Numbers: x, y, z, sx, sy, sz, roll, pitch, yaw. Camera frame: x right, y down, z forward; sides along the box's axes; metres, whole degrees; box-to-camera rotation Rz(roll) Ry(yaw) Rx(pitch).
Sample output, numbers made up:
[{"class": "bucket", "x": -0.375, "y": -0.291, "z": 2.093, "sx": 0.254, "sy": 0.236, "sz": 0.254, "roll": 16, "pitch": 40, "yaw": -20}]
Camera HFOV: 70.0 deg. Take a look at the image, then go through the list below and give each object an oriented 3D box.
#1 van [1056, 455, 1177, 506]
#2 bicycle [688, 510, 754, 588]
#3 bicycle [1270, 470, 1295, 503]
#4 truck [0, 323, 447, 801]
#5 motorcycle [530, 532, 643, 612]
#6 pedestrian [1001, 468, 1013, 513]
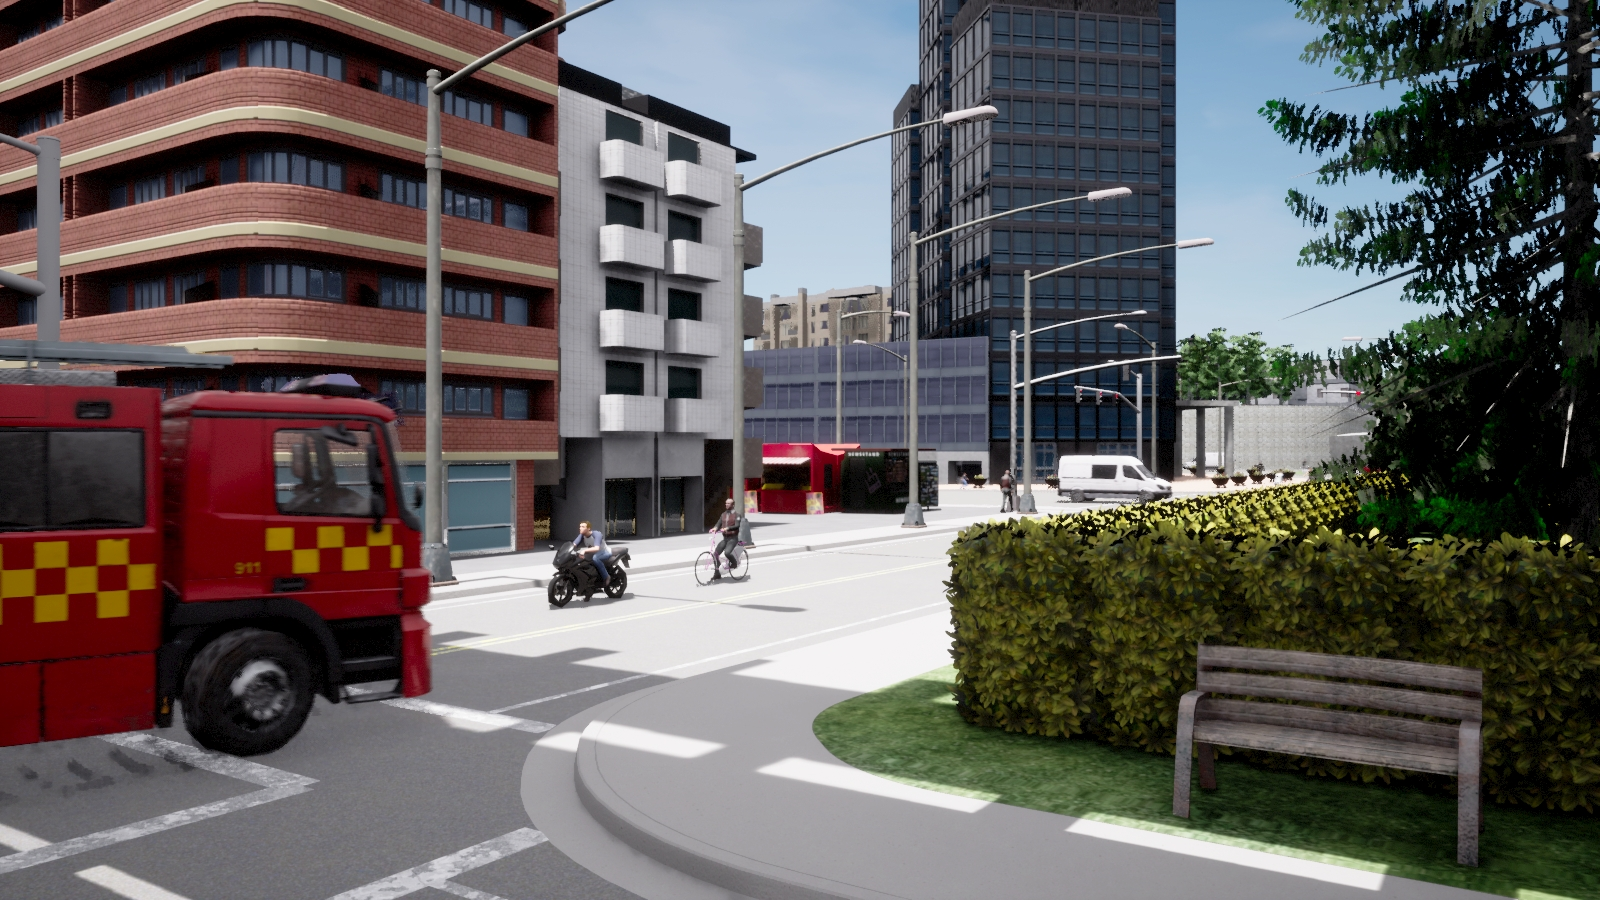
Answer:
[{"class": "van", "x": 16.862, "y": 1.580, "z": 61.096, "sx": 5.915, "sy": 2.561, "sz": 1.988, "roll": 0, "pitch": 0, "yaw": 33}, {"class": "bicycle", "x": -1.641, "y": 2.048, "z": 23.979, "sx": 0.329, "sy": 1.496, "sz": 1.835, "roll": 0, "pitch": 0, "yaw": 34}, {"class": "bicycle", "x": 26.009, "y": 1.964, "z": 61.583, "sx": 1.643, "sy": 1.717, "sz": 0.373, "roll": 0, "pitch": -2, "yaw": -34}, {"class": "truck", "x": -7.765, "y": 0.890, "z": 9.959, "sx": 8.468, "sy": 3.827, "sz": 2.891, "roll": 0, "pitch": 0, "yaw": -35}, {"class": "motorcycle", "x": -3.850, "y": 2.174, "z": 20.756, "sx": 0.803, "sy": 1.224, "sz": 2.033, "roll": 0, "pitch": 0, "yaw": 34}, {"class": "pedestrian", "x": 8.764, "y": 1.703, "z": 48.319, "sx": 0.375, "sy": 1.860, "sz": 0.375, "roll": 0, "pitch": 0, "yaw": 41}]
